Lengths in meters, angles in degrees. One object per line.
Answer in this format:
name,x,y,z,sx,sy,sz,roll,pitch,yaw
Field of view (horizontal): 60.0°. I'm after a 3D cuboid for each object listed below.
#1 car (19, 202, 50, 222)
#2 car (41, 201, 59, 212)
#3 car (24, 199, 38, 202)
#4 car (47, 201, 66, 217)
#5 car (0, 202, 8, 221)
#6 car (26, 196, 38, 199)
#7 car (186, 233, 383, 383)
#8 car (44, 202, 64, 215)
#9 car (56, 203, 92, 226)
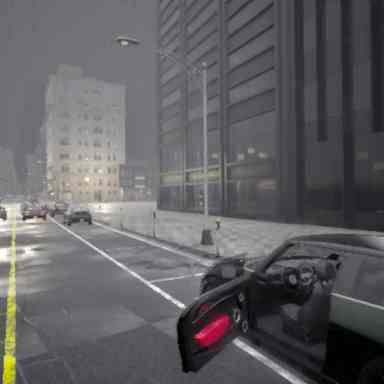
car,-14.321,1.893,30.142,1.895,1.301,4.718,-1,0,-28
car,-19.291,1.938,44.987,1.887,1.381,4.507,-1,0,-28
car,-19.263,1.925,39.262,2.033,1.411,5.357,-1,0,-28
car,-13.993,1.742,35.031,1.967,1.590,4.097,-1,0,-28
car,-17.791,1.898,29.973,1.994,1.385,4.181,-1,0,-28
car,-39.931,2.003,83.772,2.192,1.841,5.009,0,0,-28
car,1.920,1.346,4.532,2.097,1.767,4.553,-1,0,-28
car,-16.641,1.930,40.009,1.802,1.307,4.206,-1,0,-28
car,-8.694,1.759,25.074,2.008,1.369,4.403,-1,0,-28
